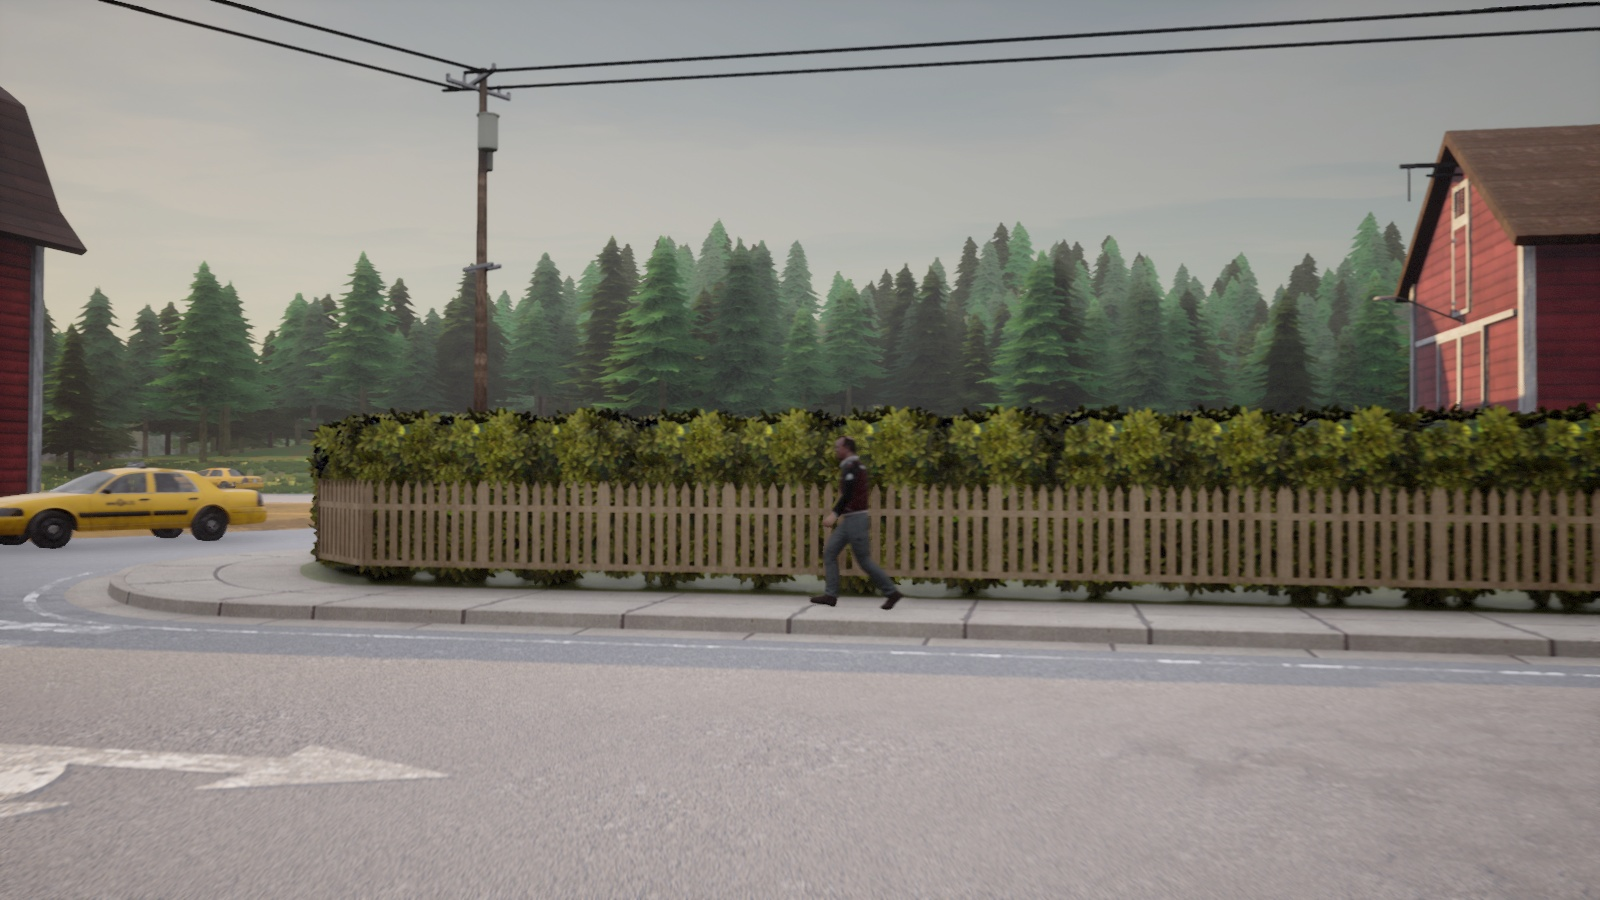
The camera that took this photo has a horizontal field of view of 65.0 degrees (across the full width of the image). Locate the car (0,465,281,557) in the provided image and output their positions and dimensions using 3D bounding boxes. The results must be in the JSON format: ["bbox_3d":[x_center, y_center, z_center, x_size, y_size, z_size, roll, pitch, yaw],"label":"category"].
[{"bbox_3d":[-12.989,1.087,24.210,1.801,1.575,5.366,-1,-1,35],"label":"car"}]

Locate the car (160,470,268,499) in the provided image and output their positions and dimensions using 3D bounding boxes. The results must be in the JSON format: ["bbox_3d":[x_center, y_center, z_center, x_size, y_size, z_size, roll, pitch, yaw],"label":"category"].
[{"bbox_3d":[-32.414,1.896,69.490,5.366,1.575,1.801,0,-1,11],"label":"car"}]

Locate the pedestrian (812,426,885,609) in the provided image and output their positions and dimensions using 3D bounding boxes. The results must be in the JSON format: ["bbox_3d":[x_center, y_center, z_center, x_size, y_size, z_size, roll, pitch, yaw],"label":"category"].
[{"bbox_3d":[0.503,0.688,12.918,0.720,1.854,0.376,0,-1,5],"label":"pedestrian"}]
